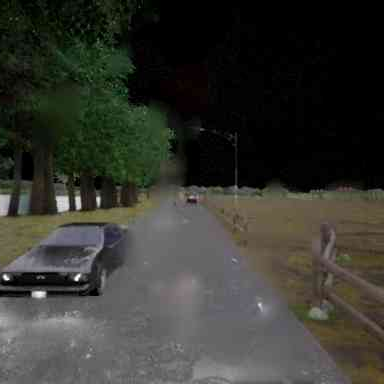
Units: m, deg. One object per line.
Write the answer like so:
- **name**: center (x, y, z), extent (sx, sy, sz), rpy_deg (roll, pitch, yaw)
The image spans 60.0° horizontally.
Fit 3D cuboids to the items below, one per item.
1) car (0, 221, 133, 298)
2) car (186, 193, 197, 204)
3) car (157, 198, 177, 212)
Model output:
- **car**: center (-2.851, 1.523, 8.868), extent (2.033, 1.411, 5.357), rpy_deg (0, 0, 0)
- **car**: center (-0.043, 1.468, 65.104), extent (1.882, 1.535, 5.008), rpy_deg (0, 0, 0)
- **car**: center (-2.774, 1.461, 37.661), extent (2.128, 1.511, 4.902), rpy_deg (0, 0, 0)
